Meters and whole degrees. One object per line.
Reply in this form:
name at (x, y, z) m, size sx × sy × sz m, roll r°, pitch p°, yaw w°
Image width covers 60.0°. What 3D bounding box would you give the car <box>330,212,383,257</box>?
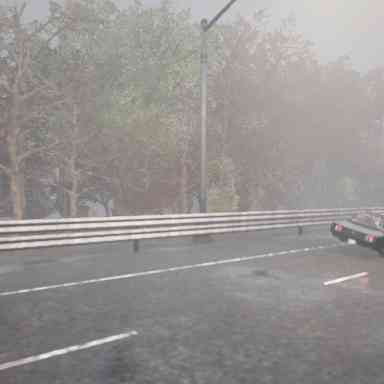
car at (7.796, 1.571, 13.547) m, size 4.718 × 1.301 × 1.895 m, roll 1°, pitch 12°, yaw -35°
